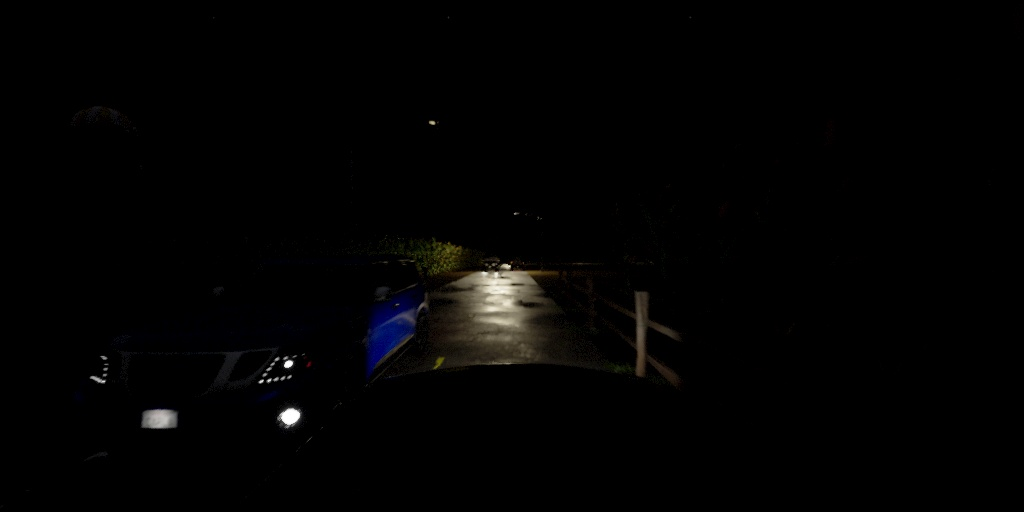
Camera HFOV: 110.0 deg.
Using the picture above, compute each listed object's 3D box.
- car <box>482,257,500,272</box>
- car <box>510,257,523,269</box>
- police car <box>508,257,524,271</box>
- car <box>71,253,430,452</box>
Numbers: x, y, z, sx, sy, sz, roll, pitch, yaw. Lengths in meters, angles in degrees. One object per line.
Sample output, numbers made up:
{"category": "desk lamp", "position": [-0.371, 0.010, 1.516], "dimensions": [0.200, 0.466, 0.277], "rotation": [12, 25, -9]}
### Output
{"category": "car", "position": [-2.831, 1.105, 48.934], "dimensions": [2.150, 2.045, 5.566], "rotation": [0, -1, 0]}
{"category": "car", "position": [0.806, 1.202, 63.833], "dimensions": [2.150, 2.045, 5.566], "rotation": [0, 0, 0]}
{"category": "police car", "position": [0.808, 1.336, 53.910], "dimensions": [1.930, 1.638, 5.238], "rotation": [0, 0, 0]}
{"category": "car", "position": [-2.852, 0.972, 5.664], "dimensions": [2.150, 2.045, 5.566], "rotation": [0, 0, 0]}
